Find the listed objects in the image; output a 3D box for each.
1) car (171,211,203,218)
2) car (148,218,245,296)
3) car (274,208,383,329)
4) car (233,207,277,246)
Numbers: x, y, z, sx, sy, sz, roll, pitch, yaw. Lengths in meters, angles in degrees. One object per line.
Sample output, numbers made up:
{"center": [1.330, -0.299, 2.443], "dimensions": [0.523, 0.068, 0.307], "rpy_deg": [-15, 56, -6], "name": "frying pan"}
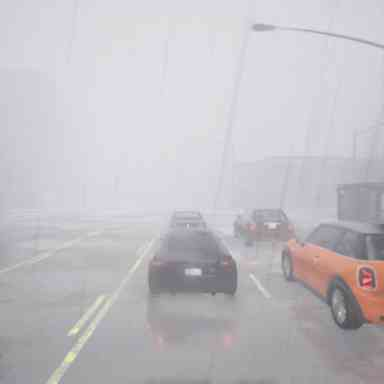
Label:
{"center": [-0.281, 1.748, 19.105], "dimensions": [1.895, 1.301, 4.718], "rpy_deg": [0, 0, -2], "name": "car"}
{"center": [-0.033, 1.633, 8.859], "dimensions": [1.994, 1.385, 4.181], "rpy_deg": [0, 0, -2], "name": "car"}
{"center": [3.473, 1.407, 7.206], "dimensions": [2.097, 1.767, 4.553], "rpy_deg": [0, 0, 0], "name": "car"}
{"center": [3.308, 1.475, 16.045], "dimensions": [2.097, 1.767, 4.553], "rpy_deg": [0, 0, -1], "name": "car"}
